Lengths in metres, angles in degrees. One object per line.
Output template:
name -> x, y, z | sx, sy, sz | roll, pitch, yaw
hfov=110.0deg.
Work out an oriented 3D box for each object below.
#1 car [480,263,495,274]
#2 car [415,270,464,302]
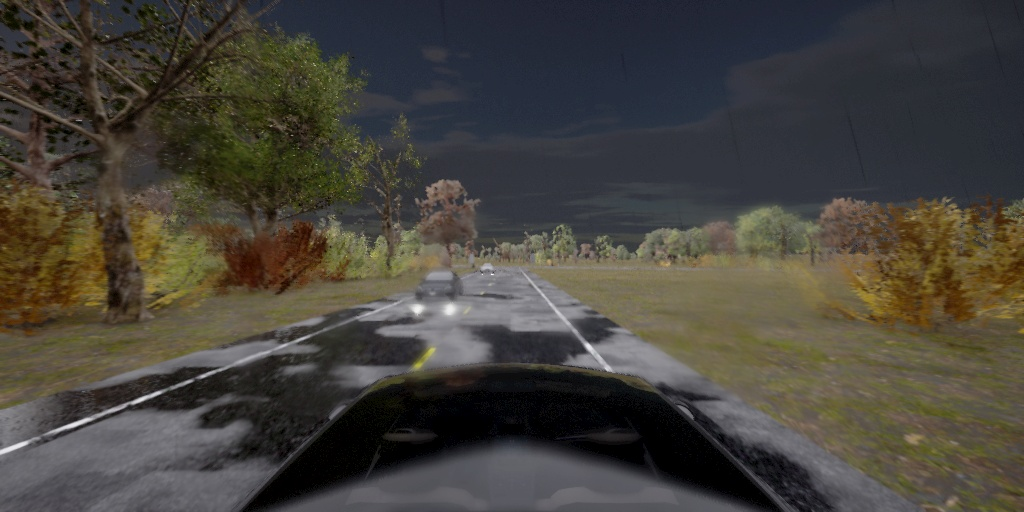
car -> -3.568, 1.818, 53.028 | 1.812, 1.442, 4.674 | 0, 0, 0
car -> -3.593, 1.458, 18.505 | 1.812, 1.442, 4.674 | 0, -1, 0
